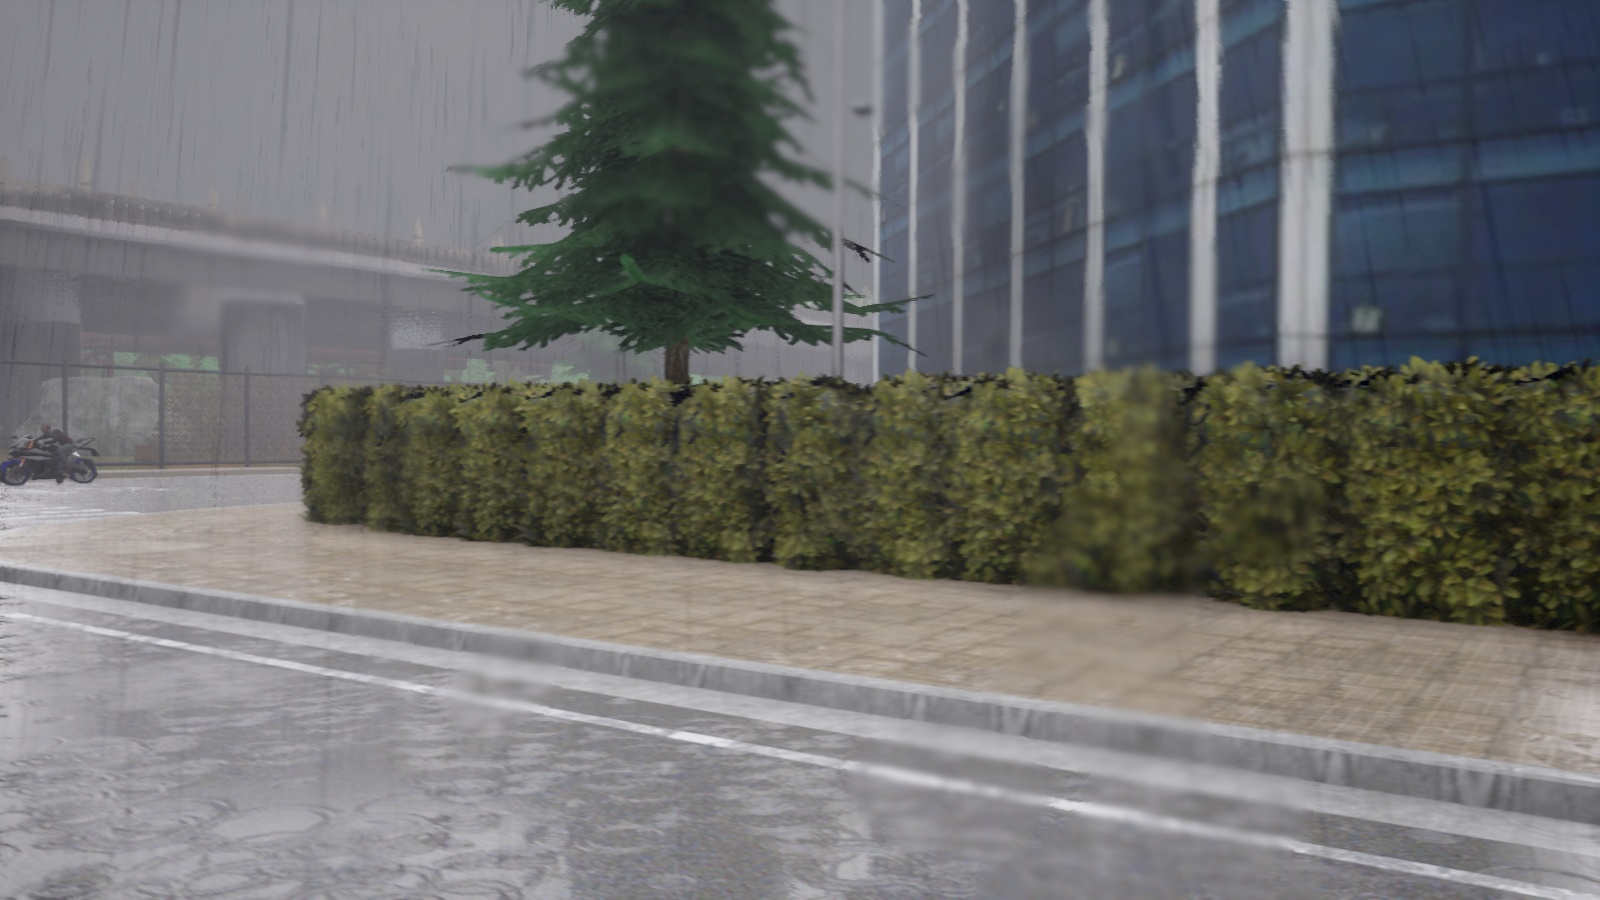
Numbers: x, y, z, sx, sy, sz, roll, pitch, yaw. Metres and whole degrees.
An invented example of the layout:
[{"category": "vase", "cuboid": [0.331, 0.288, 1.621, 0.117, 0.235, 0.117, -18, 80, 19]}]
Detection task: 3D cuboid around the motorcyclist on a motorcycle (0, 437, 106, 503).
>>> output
[{"category": "motorcyclist on a motorcycle", "cuboid": [-18.297, 0.458, 30.658, 0.866, 1.530, 2.191, 0, 1, 34]}]
